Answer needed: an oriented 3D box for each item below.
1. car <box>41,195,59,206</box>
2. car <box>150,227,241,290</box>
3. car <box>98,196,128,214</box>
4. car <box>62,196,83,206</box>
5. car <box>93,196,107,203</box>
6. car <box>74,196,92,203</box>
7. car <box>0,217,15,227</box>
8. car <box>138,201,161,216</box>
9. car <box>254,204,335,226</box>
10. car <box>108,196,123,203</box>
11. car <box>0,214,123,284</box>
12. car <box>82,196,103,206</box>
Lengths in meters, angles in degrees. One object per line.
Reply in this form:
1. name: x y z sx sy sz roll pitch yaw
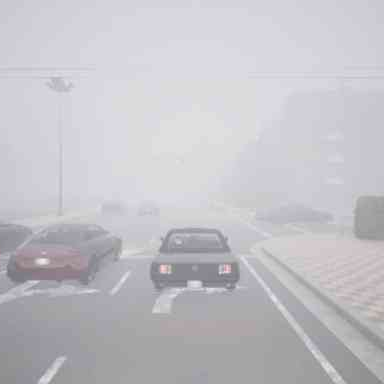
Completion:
1. car: -23.413 1.368 55.740 2.097 1.767 4.553 0 0 0
2. car: 0.062 1.602 9.015 1.895 1.301 4.718 0 0 0
3. car: -7.611 1.485 33.101 1.882 1.535 5.008 0 0 -2
4. car: -19.920 1.507 56.150 2.128 1.511 4.902 0 0 0
5. car: -19.928 1.570 72.050 1.994 1.385 4.181 0 0 0
6. car: -23.427 1.559 71.600 2.033 1.411 5.357 0 0 0
7. car: -6.957 1.496 10.859 2.128 1.511 4.902 0 0 0
8. car: -4.070 1.570 32.201 1.994 1.385 4.181 0 0 -2
9. car: 7.101 1.548 23.184 5.357 1.411 2.033 0 0 -11
10. car: -16.428 1.556 72.081 2.033 1.411 5.357 0 0 0
11. car: -3.392 1.566 9.639 1.994 1.385 4.181 0 0 1
12. car: -16.422 1.518 56.086 1.837 1.490 4.892 0 0 0
